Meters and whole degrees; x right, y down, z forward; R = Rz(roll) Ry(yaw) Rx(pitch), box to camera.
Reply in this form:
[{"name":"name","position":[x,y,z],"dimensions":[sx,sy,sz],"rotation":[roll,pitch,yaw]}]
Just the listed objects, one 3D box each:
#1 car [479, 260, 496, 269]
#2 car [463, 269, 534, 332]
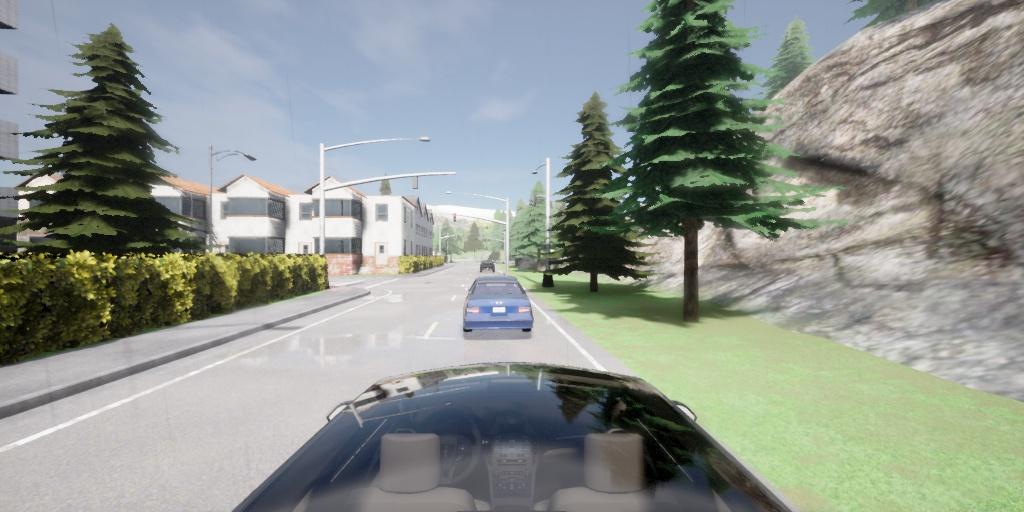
[{"name":"car","position":[-3.115,1.255,45.149],"dimensions":[1.837,1.490,4.892],"rotation":[0,0,-5]},{"name":"car","position":[-0.483,1.297,10.840],"dimensions":[2.033,1.411,5.357],"rotation":[0,0,-4]}]
